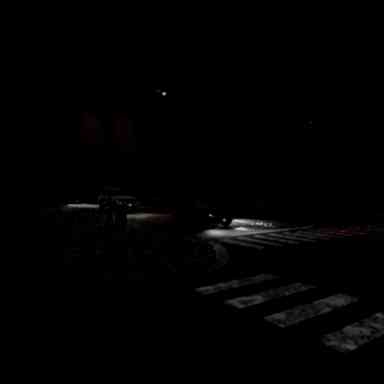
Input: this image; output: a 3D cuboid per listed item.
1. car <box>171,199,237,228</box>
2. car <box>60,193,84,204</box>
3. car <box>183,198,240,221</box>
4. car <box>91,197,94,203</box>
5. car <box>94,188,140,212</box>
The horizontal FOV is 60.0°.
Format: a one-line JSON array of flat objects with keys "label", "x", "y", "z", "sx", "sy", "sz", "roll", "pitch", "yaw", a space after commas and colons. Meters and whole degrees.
[{"label": "car", "x": 0.437, "y": 1.217, "z": 20.127, "sx": 1.812, "sy": 1.442, "sz": 4.674, "roll": 0, "pitch": 1, "yaw": -35}, {"label": "car", "x": -15.214, "y": 0.825, "z": 42.306, "sx": 1.895, "sy": 1.301, "sz": 4.718, "roll": 0, "pitch": 1, "yaw": -35}, {"label": "car", "x": 1.362, "y": 1.200, "z": 24.437, "sx": 1.994, "sy": 1.385, "sz": 4.181, "roll": 0, "pitch": 1, "yaw": -35}, {"label": "car", "x": -11.133, "y": 0.863, "z": 42.144, "sx": 1.895, "sy": 1.301, "sz": 4.718, "roll": 0, "pitch": 1, "yaw": -35}, {"label": "car", "x": -6.767, "y": 0.691, "z": 30.331, "sx": 2.150, "sy": 2.045, "sz": 5.566, "roll": 0, "pitch": 1, "yaw": -34}]
